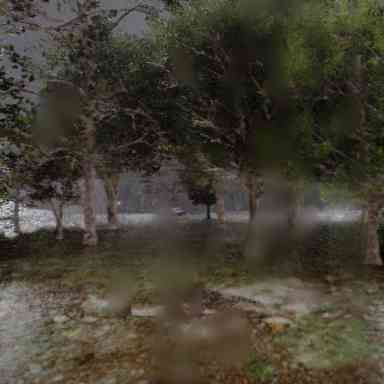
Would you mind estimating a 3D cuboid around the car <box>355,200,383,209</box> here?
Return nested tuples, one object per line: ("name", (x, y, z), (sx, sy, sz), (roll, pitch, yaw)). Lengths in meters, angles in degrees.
("car", (32.529, 2.198, 61.329), (4.553, 1.767, 2.185), (-2, -2, 44))

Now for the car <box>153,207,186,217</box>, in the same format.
("car", (-3.218, 2.769, 46.824), (5.357, 1.411, 2.033), (-3, -2, 43))
